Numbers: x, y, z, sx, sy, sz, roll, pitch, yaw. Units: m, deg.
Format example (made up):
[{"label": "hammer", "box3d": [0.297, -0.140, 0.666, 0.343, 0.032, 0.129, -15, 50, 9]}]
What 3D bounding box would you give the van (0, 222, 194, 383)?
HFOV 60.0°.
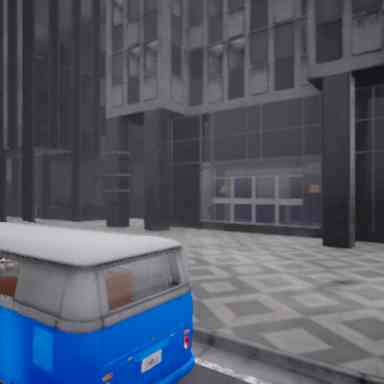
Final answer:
[{"label": "van", "box3d": [-1.884, 1.345, 4.190, 3.998, 1.788, 1.690, 0, 0, 36]}]
